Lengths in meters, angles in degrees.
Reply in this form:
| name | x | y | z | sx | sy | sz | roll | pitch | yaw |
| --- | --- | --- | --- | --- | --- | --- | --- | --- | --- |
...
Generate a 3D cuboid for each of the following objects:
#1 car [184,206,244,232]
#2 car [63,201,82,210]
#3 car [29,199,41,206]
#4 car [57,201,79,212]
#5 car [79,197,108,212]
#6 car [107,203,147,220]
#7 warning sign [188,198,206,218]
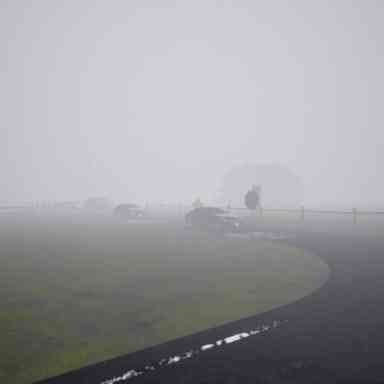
| name | x | y | z | sx | sy | sz | roll | pitch | yaw |
| --- | --- | --- | --- | --- | --- | --- | --- | --- | --- |
| car | 1.282 | 1.673 | 21.526 | 1.812 | 1.442 | 4.674 | 2 | -2 | -36 |
| car | -19.934 | 2.209 | 55.346 | 1.812 | 1.442 | 4.674 | 2 | -2 | -36 |
| car | -39.711 | 2.507 | 83.986 | 2.097 | 1.767 | 4.553 | 2 | -2 | -36 |
| car | -17.937 | 2.012 | 47.929 | 1.882 | 1.535 | 5.008 | 2 | -2 | -36 |
| car | -13.610 | 1.774 | 46.784 | 2.150 | 2.045 | 5.566 | 2 | -2 | -35 |
| car | -5.998 | 1.816 | 31.493 | 1.812 | 1.442 | 4.674 | 2 | -1 | -36 |
| warning sign | 0.485 | 1.478 | 31.640 | 1.300 | 1.860 | 1.060 | 2 | -1 | -36 |
